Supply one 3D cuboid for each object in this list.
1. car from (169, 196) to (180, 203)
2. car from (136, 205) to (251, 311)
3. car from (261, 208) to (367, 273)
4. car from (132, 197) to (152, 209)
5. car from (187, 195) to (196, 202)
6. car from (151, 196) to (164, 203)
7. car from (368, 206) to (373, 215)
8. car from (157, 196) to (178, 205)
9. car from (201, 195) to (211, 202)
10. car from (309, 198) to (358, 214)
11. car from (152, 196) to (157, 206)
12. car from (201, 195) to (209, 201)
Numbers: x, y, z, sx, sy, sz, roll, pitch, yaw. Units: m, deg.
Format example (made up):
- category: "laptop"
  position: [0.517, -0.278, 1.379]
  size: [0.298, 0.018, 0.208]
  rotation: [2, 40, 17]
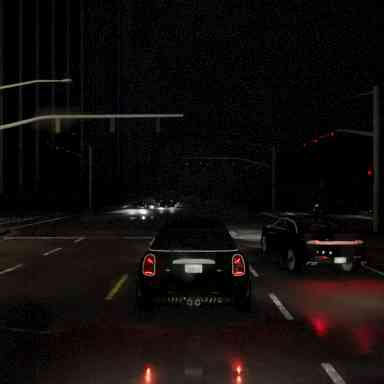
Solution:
- category: "car"
  position: [-3.627, 1.540, 70.014]
  size: [2.033, 1.411, 5.357]
  rotation: [0, 0, 0]
- category: "car"
  position: [0.043, 1.352, 7.919]
  size: [2.097, 1.767, 4.553]
  rotation: [0, 0, 0]
- category: "car"
  position: [3.600, 1.492, 10.729]
  size: [2.128, 1.511, 4.902]
  rotation: [0, 0, -3]
- category: "car"
  position: [-7.183, 1.601, 46.505]
  size: [1.895, 1.301, 4.718]
  rotation: [0, 0, 0]
- category: "car"
  position: [-0.141, 1.478, 77.833]
  size: [1.882, 1.535, 5.008]
  rotation: [0, 0, 0]
- category: "car"
  position: [-7.125, 1.547, 69.238]
  size: [2.033, 1.411, 5.357]
  rotation: [0, 0, 0]
- category: "car"
  position: [19.120, 1.560, 31.116]
  size: [4.892, 1.490, 1.837]
  rotation: [0, 0, 0]
- category: "car"
  position: [-3.687, 1.352, 50.504]
  size: [2.097, 1.767, 4.553]
  rotation: [0, 0, 0]
- category: "car"
  position: [3.359, 1.500, 77.817]
  size: [1.837, 1.490, 4.892]
  rotation: [0, 0, 0]
- category: "car"
  position: [14.609, 1.407, 34.669]
  size: [4.553, 1.767, 2.097]
  rotation: [0, 0, 2]
- category: "car"
  position: [-7.186, 1.526, 55.661]
  size: [1.812, 1.442, 4.674]
  rotation: [0, 0, 0]
- category: "car"
  position: [3.341, 1.478, 87.916]
  size: [1.882, 1.535, 5.008]
  rotation: [0, 0, 0]
